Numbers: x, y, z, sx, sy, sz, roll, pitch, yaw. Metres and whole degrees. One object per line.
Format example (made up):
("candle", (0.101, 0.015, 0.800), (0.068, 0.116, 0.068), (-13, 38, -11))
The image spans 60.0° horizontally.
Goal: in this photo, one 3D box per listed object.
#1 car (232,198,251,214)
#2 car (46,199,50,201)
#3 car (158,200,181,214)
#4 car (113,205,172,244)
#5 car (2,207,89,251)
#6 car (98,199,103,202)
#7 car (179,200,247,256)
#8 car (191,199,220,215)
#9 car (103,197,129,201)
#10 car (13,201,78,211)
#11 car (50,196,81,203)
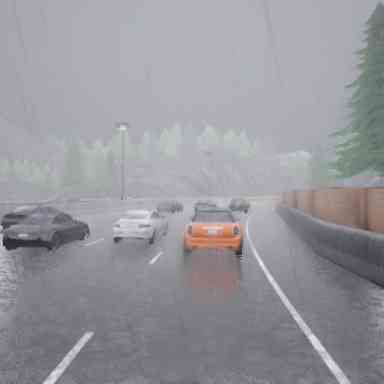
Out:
("car", (5.366, 1.445, 37.322), (2.097, 1.767, 4.553), (0, 0, 15))
("car", (-22.243, 1.408, 55.237), (2.097, 1.767, 4.553), (0, 0, 19))
("car", (-2.268, 1.561, 35.820), (2.128, 1.511, 4.902), (0, 0, 14))
("car", (-2.357, 1.553, 15.929), (1.812, 1.442, 4.674), (0, 0, 6))
("car", (-6.040, 1.578, 14.290), (1.994, 1.385, 4.181), (0, 0, 6))
("car", (-14.266, 1.607, 56.856), (1.812, 1.442, 4.674), (0, 0, 20))
("car", (0.913, 1.383, 13.467), (2.097, 1.767, 4.553), (0, 0, 6))
("car", (1.564, 1.573, 36.675), (2.128, 1.511, 4.902), (0, 0, 15))
("car", (-11.609, 1.630, 53.970), (2.033, 1.411, 5.357), (0, 0, 20))
("car", (-8.936, 1.522, 19.601), (1.837, 1.490, 4.892), (0, 0, 8))
("car", (-19.515, 1.562, 52.372), (1.837, 1.490, 4.892), (0, 0, 18))
